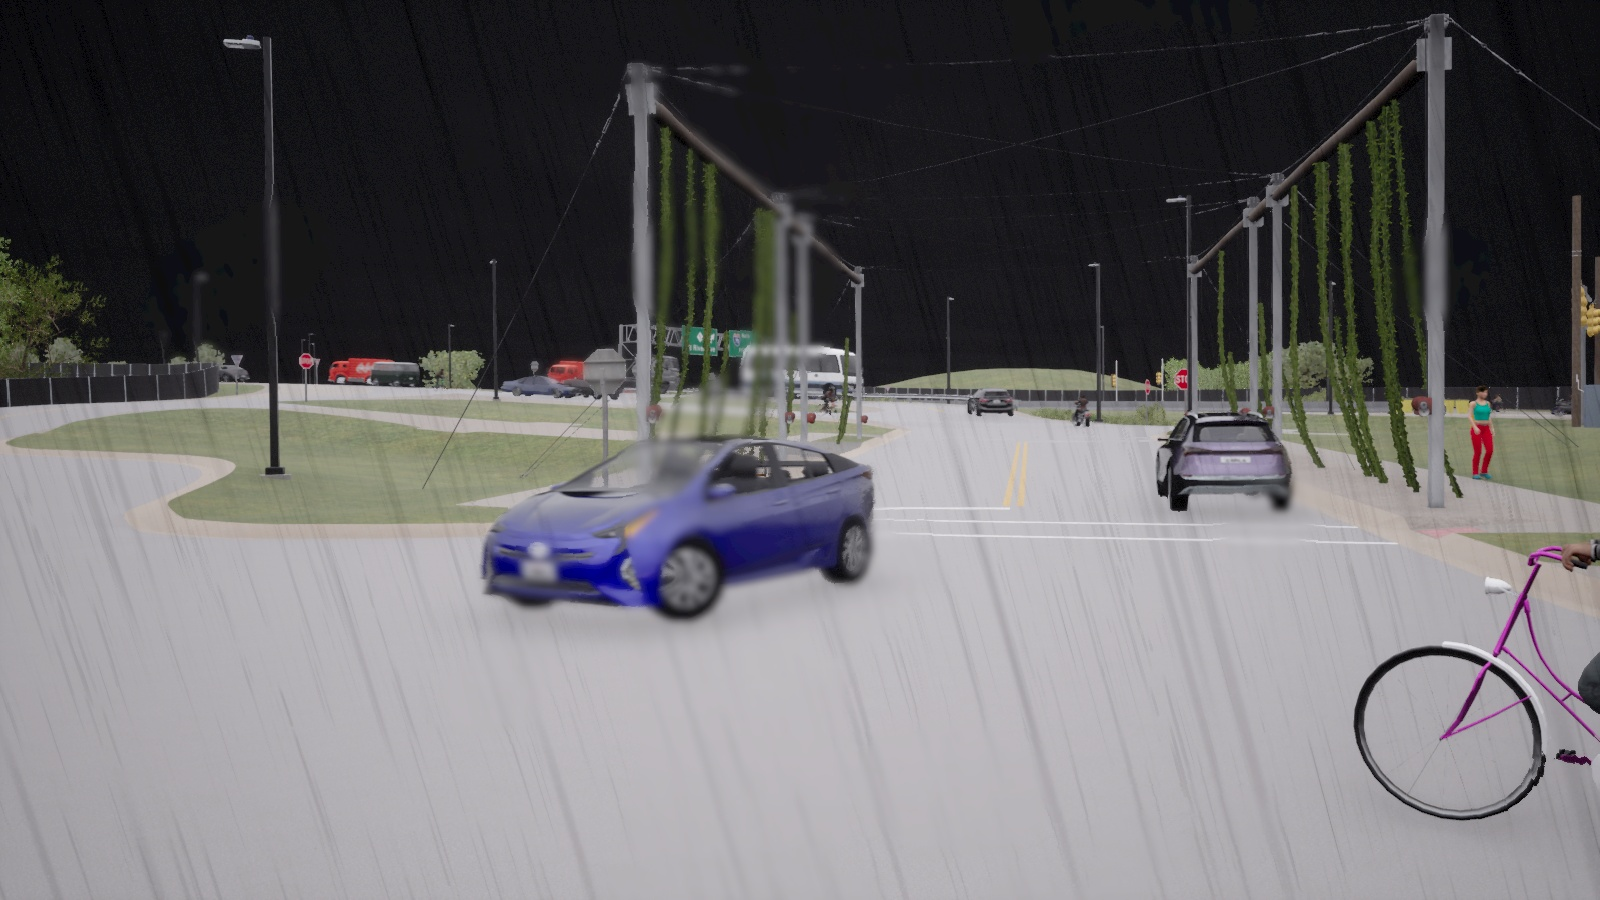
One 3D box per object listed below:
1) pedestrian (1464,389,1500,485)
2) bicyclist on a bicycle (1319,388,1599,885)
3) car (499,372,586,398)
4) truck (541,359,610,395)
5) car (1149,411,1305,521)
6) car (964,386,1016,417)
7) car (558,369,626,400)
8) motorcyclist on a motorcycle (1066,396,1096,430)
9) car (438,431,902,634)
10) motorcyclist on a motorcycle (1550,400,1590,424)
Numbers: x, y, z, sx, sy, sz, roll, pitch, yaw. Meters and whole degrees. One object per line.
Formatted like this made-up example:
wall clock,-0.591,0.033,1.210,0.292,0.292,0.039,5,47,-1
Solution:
pedestrian,13.179,-0.254,24.281,0.345,1.836,0.594,0,1,-2
bicyclist on a bicycle,3.042,0.665,4.754,1.843,1.776,0.659,2,2,38
car,-17.335,-4.356,84.601,5.357,1.411,2.033,4,4,17
truck,-17.065,-5.558,95.751,2.627,2.467,5.204,5,3,24
car,7.378,0.171,22.167,2.033,1.649,4.856,0,3,12
car,11.400,-2.923,75.518,2.242,1.667,4.611,0,4,-2
car,-14.419,-4.573,87.044,4.605,1.855,1.932,6,4,36
motorcyclist on a motorcycle,13.794,-1.835,61.677,0.766,1.649,2.350,0,2,-3
car,-0.983,0.590,11.915,2.007,1.525,4.514,1,1,33
motorcyclist on a motorcycle,51.893,-2.572,84.612,2.191,1.530,0.866,2,2,36
